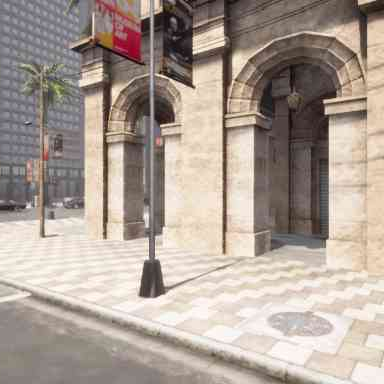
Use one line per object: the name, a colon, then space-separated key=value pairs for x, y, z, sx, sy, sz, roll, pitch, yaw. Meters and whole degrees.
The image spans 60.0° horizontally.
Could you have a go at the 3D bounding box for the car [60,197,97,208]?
car: x=-16.554 y=1.513 z=48.755 sx=2.161 sy=1.482 sz=4.786 roll=0 pitch=0 yaw=35

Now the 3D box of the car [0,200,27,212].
car: x=-21.159 y=1.601 z=37.037 sx=1.895 sy=1.301 sz=4.718 roll=0 pitch=0 yaw=36

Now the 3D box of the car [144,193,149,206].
car: x=-9.041 y=1.219 z=53.903 sx=2.150 sy=2.045 sz=5.566 roll=0 pitch=0 yaw=35

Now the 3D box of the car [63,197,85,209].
car: x=-15.103 y=1.505 z=45.472 sx=1.837 sy=1.490 sz=4.892 roll=0 pitch=0 yaw=36
